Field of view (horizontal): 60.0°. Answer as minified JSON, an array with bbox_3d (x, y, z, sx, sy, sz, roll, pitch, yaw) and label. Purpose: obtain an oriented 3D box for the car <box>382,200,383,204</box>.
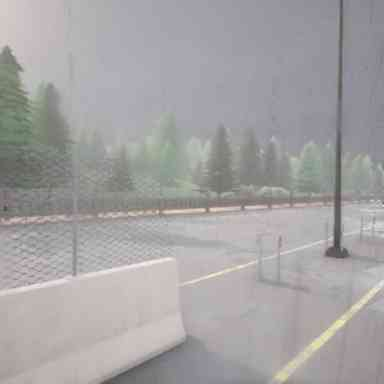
[{"bbox_3d":[37.124,1.652,62.256,1.994,1.385,4.181,1,0,42],"label":"car"}]
